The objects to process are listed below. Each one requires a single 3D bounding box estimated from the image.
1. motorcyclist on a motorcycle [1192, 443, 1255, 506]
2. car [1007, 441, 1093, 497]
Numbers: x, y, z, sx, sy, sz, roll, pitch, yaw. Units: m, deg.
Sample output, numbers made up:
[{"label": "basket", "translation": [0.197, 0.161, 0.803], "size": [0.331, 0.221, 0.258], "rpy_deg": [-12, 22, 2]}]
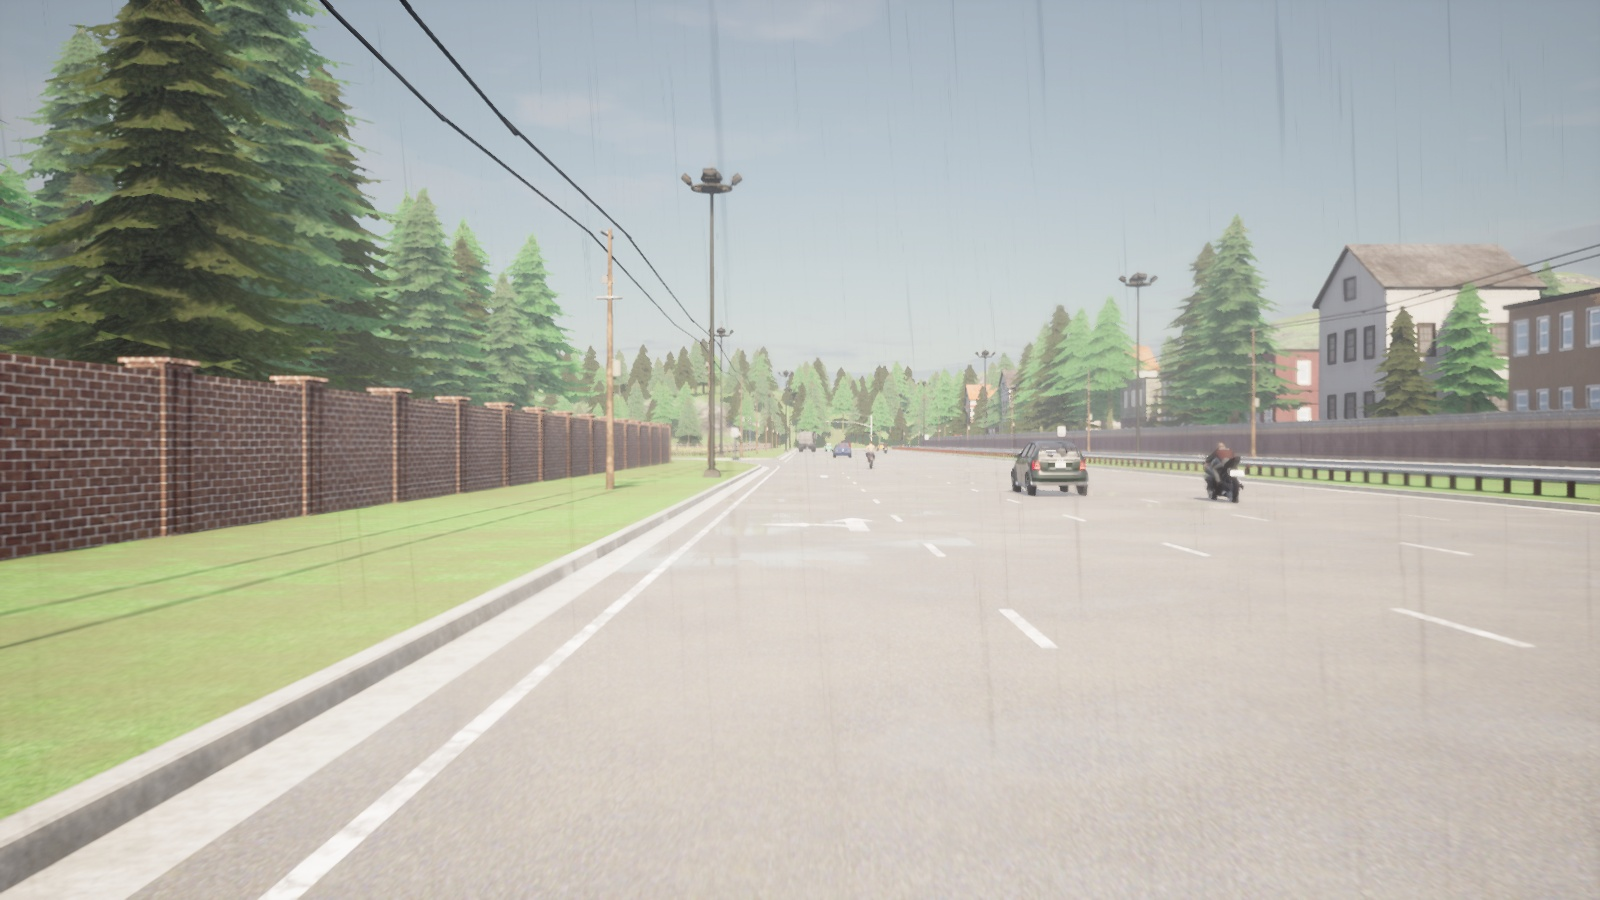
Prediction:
[{"label": "motorcyclist on a motorcycle", "translation": [10.697, 0.602, 31.790], "size": [0.866, 1.530, 2.191], "rpy_deg": [0, 0, 0]}, {"label": "car", "translation": [7.225, 0.514, 36.592], "size": [1.789, 1.549, 3.705], "rpy_deg": [0, 0, 0]}]
